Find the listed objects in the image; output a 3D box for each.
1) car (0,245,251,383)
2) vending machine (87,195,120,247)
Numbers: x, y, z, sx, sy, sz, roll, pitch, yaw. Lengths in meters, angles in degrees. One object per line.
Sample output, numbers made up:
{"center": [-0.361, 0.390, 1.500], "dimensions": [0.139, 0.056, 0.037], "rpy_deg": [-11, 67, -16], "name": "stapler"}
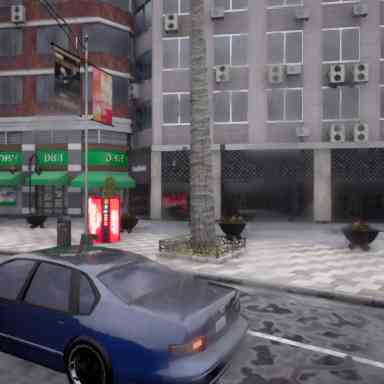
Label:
{"center": [-1.895, 1.547, 4.962], "dimensions": [5.357, 1.411, 2.033], "rpy_deg": [0, 0, 28], "name": "car"}
{"center": [-3.733, 1.195, 14.134], "dimensions": [0.880, 2.100, 1.100], "rpy_deg": [0, 0, 24], "name": "vending machine"}
